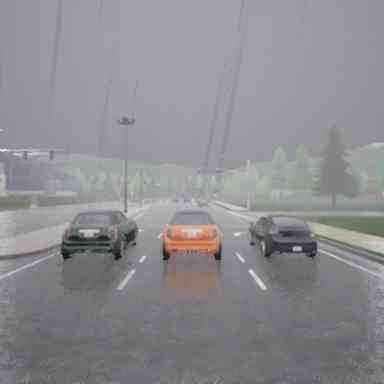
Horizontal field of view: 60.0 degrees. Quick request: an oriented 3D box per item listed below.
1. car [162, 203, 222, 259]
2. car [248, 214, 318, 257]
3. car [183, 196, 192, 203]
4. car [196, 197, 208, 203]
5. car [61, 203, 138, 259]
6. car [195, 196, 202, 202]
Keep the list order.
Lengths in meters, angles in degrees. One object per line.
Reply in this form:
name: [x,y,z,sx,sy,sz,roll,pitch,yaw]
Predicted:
car: [0.004,1.495,13.430,2.097,1.767,4.553,0,-1,0]
car: [3.503,1.652,13.507,1.837,1.490,4.892,0,0,0]
car: [-1.313,2.234,95.156,2.150,2.045,5.566,0,-1,0]
car: [2.196,2.213,64.528,1.812,1.442,4.674,0,-1,0]
car: [-3.496,1.495,13.429,2.097,1.767,4.553,0,-1,0]
car: [2.186,2.536,95.488,1.812,1.442,4.674,0,-1,0]
